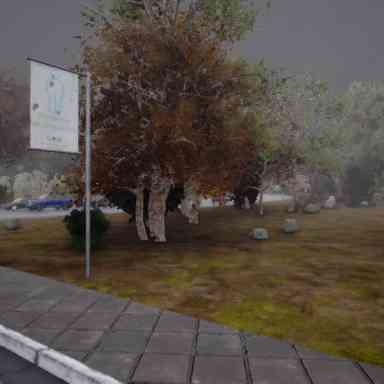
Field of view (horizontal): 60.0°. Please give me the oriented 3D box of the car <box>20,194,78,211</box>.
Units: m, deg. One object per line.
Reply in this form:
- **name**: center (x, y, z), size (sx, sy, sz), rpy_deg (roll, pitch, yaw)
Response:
- **car**: center (-17.119, 1.212, 40.129), size (2.150, 2.045, 5.566), rpy_deg (0, 0, 39)

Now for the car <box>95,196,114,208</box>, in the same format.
- **car**: center (-11.024, 1.312, 47.930), size (2.097, 1.767, 4.553), rpy_deg (0, 0, 37)

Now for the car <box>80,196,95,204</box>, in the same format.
- **car**: center (-14.835, 1.319, 48.724), size (2.097, 1.767, 4.553), rpy_deg (0, 0, 38)

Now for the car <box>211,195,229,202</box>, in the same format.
- **car**: center (5.662, 1.361, 65.107), size (2.033, 1.411, 5.357), rpy_deg (0, 0, 31)

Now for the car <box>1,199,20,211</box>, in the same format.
- **car**: center (-20.819, 1.499, 41.105), size (1.837, 1.490, 4.892), rpy_deg (0, 0, 38)

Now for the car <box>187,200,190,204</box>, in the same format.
- **car**: center (-1.994, 1.406, 59.992), size (1.837, 1.490, 4.892), rpy_deg (0, 0, 35)
